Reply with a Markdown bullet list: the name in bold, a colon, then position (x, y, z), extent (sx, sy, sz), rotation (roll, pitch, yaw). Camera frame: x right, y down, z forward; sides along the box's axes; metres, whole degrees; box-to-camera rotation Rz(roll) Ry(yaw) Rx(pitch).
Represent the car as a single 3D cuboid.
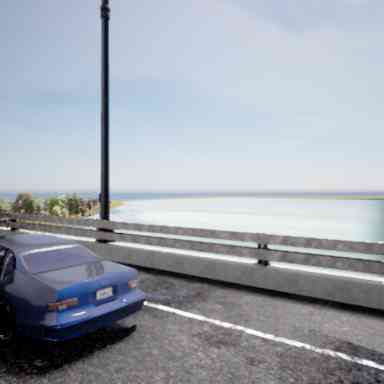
- **car**: position (-3.323, 1.533, 6.380), extent (5.357, 1.411, 2.033), rotation (0, 0, 36)
